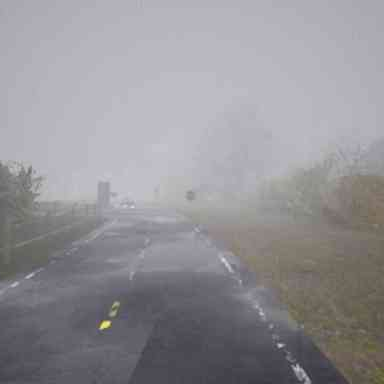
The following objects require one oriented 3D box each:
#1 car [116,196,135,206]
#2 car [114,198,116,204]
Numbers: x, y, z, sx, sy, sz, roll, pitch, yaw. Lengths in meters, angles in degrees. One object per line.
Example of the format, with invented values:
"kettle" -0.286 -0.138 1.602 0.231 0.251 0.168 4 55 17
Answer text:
"car" -10.370 1.522 53.026 2.033 1.411 5.357 0 0 -18
"car" -13.478 1.504 62.311 1.812 1.442 4.674 0 1 -20
